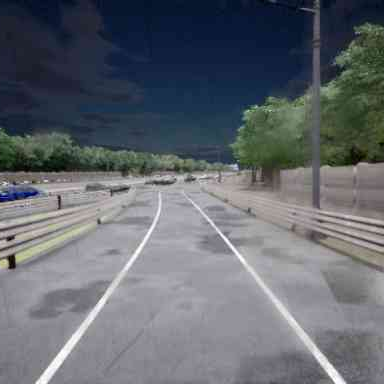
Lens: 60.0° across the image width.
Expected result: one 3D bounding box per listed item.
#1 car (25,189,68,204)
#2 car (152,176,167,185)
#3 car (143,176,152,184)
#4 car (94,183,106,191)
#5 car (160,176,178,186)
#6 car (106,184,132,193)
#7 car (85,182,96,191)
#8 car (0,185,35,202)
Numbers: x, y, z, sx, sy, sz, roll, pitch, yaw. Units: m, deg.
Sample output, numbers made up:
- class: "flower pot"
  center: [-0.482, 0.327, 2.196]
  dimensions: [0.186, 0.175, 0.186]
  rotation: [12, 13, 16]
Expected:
- class: "car"
  center: [-15.750, 0.656, 36.934]
  dimensions: [1.895, 1.301, 4.718]
  rotation: [1, 4, 14]
- class: "car"
  center: [-7.771, -2.619, 84.357]
  dimensions: [1.882, 1.535, 5.008]
  rotation: [1, 4, 14]
- class: "car"
  center: [-10.641, -2.723, 87.358]
  dimensions: [1.994, 1.385, 4.181]
  rotation: [1, 4, 14]
- class: "car"
  center: [-14.402, -0.692, 57.207]
  dimensions: [1.895, 1.301, 4.718]
  rotation: [1, 4, 14]
- class: "car"
  center: [-5.320, -2.305, 79.643]
  dimensions: [1.837, 1.490, 4.892]
  rotation: [1, 4, 14]
- class: "car"
  center: [-11.481, -0.635, 54.412]
  dimensions: [2.128, 1.511, 4.902]
  rotation: [1, 4, 14]
- class: "car"
  center: [-17.335, -0.954, 59.946]
  dimensions: [1.837, 1.490, 4.892]
  rotation: [1, 4, 14]
- class: "car"
  center: [-19.149, 0.237, 37.753]
  dimensions: [2.150, 2.045, 5.566]
  rotation: [1, 4, 14]
